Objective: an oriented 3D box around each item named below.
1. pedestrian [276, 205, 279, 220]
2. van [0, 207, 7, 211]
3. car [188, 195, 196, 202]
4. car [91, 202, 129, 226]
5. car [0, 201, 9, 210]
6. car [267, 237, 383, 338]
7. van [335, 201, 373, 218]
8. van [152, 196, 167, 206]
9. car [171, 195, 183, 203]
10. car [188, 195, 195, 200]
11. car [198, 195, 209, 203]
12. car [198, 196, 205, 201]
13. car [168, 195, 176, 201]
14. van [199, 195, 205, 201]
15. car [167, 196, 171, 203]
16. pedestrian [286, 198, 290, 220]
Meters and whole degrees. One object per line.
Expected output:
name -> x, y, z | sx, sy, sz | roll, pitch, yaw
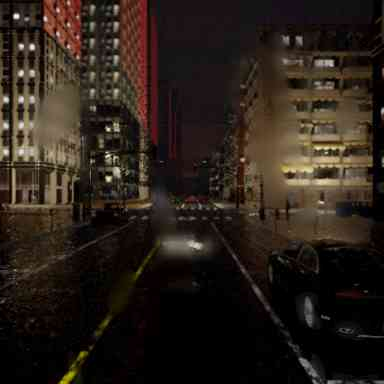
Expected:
pedestrian -> 7.119, 1.654, 27.697 | 0.375, 1.300, 0.375 | 0, 0, 0
van -> -5.695, 1.356, 6.609 | 1.690, 1.788, 3.998 | 0, 0, 0
car -> -0.048, 1.577, 85.464 | 2.097, 1.767, 4.553 | 0, 0, 0
car -> -5.705, 1.495, 23.555 | 1.967, 1.590, 4.097 | 0, 0, 0
car -> -21.152, 1.148, 34.329 | 4.097, 1.590, 1.967 | 1, -1, 0
car -> 2.686, 1.566, 6.613 | 2.008, 1.369, 4.403 | 0, 0, 0
van -> 16.909, 1.788, 34.300 | 3.998, 1.788, 1.690 | 1, -1, 0
van -> -5.724, 1.482, 56.029 | 1.690, 1.788, 3.998 | 0, 0, 0
car -> -3.045, 1.558, 76.638 | 2.097, 1.767, 4.553 | 0, 0, 0
car -> -0.054, 1.665, 95.534 | 1.994, 1.385, 4.181 | 0, 0, 0
car -> 2.646, 1.506, 72.688 | 2.192, 1.841, 5.009 | 0, 0, 0
car -> 2.634, 1.811, 94.890 | 2.008, 1.369, 4.403 | 0, 0, 0
car -> -5.747, 1.700, 94.885 | 1.967, 1.590, 4.097 | 0, 0, 0
van -> 2.636, 1.584, 89.341 | 1.690, 1.788, 3.998 | 0, 0, 0
car -> -5.737, 1.732, 78.062 | 1.752, 1.417, 4.829 | 0, 0, 0
pedestrian -> 8.118, 1.401, 28.297 | 0.375, 1.860, 0.375 | 0, 0, 0
